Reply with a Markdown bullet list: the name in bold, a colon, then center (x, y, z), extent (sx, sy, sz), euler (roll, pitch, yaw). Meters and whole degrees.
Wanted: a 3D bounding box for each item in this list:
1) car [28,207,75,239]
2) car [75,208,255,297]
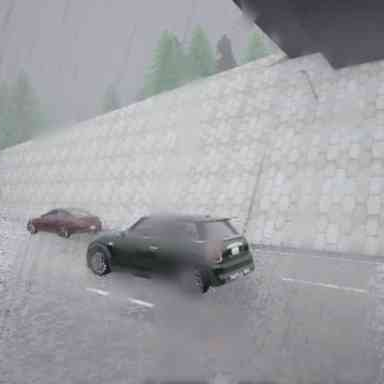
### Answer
- **car**: center (-6.640, 1.531, 17.316), extent (4.674, 1.442, 1.812), euler (0, 0, 35)
- **car**: center (-0.740, 1.354, 8.815), extent (4.553, 1.767, 2.097), euler (0, 0, 35)
